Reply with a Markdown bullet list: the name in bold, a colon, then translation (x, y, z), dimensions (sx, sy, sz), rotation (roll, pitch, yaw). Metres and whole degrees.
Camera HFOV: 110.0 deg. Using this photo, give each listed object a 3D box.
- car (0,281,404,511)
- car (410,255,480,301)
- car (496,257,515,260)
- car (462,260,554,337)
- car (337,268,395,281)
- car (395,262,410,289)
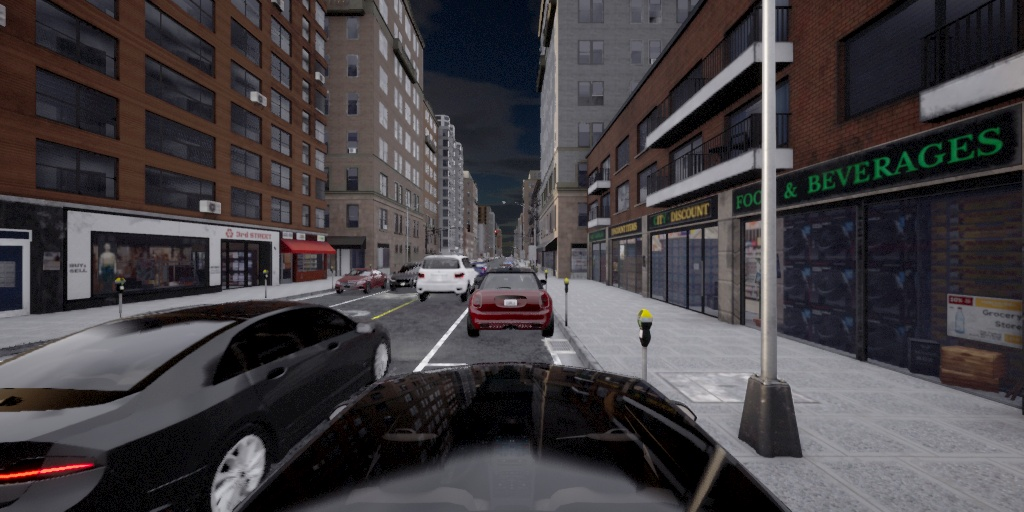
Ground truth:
- **car**: translation (-2.928, 1.256, 4.070), dimensions (1.837, 1.490, 4.892), rotation (0, 0, 0)
- **car**: translation (-3.015, 0.973, 17.567), dimensions (2.150, 2.045, 5.566), rotation (0, 0, 0)
- **car**: translation (-0.383, 1.189, 36.951), dimensions (1.967, 1.591, 4.097), rotation (0, 0, 0)
- **car**: translation (-0.033, 1.102, 10.470), dimensions (2.097, 1.767, 4.553), rotation (0, 0, 0)
- **car**: translation (-8.408, 1.332, 20.388), dimensions (1.802, 1.307, 4.207), rotation (0, 0, 0)
- **car**: translation (-5.870, 1.255, 21.676), dimensions (1.837, 1.490, 4.892), rotation (0, 0, 0)
